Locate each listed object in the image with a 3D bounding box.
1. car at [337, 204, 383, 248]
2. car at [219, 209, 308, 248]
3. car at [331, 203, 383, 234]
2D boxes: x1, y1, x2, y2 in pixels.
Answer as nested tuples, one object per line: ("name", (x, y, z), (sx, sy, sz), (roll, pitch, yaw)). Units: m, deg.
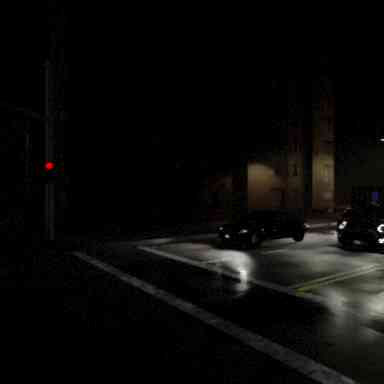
("car", (8.208, 1.358, 14.150), (4.553, 1.767, 2.097), (0, 0, -36))
("car", (3.332, 1.531, 14.947), (4.674, 1.442, 1.812), (0, 0, -36))
("car", (10.869, 1.500, 20.342), (4.902, 1.511, 2.128), (0, 0, -35))
